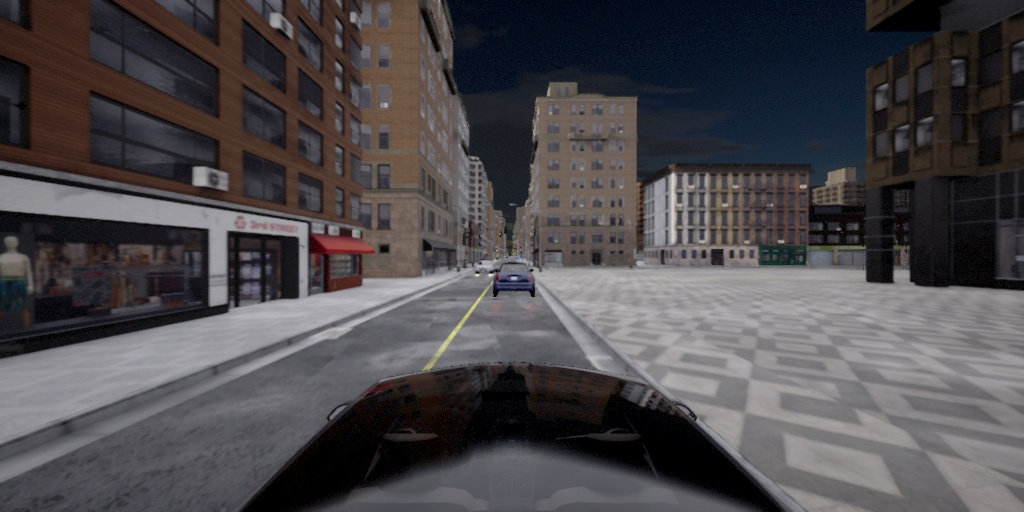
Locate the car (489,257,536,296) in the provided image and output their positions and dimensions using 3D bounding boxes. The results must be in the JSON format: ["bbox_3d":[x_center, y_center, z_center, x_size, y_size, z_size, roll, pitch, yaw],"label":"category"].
[{"bbox_3d":[0.104,1.095,19.231,2.097,1.767,4.553,0,0,0],"label":"car"}]

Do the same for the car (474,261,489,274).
[{"bbox_3d":[-3.016,1.259,40.257,1.812,1.442,4.674,0,0,1],"label":"car"}]
